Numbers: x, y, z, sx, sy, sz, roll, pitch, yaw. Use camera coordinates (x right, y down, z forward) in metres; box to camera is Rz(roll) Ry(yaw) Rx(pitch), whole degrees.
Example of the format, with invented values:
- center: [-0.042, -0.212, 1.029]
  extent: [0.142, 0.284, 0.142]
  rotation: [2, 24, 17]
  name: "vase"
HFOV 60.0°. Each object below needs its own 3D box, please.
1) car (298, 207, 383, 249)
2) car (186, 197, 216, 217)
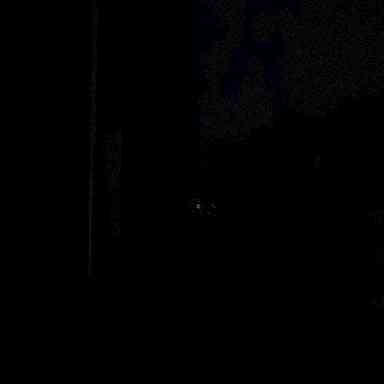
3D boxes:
- center: [6.838, 1.350, 13.760]
  extent: [2.033, 1.411, 5.357]
  rotation: [1, -1, -24]
  name: "car"
- center: [0.076, 1.221, 29.654]
  extent: [2.097, 1.767, 4.553]
  rotation: [1, 0, -36]
  name: "car"
